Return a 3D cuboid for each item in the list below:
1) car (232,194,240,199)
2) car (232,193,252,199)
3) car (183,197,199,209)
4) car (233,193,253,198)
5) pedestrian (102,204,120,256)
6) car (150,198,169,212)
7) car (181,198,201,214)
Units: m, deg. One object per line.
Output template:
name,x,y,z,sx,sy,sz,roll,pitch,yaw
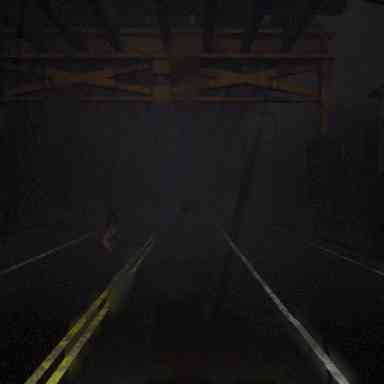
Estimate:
car,12.825,0.988,83.443,4.974,1.542,2.038,0,1,-20
car,13.130,0.940,87.603,4.974,1.542,2.038,0,1,25
car,-0.134,1.487,45.168,2.033,1.411,5.357,0,0,0
car,12.874,0.830,83.459,4.536,1.218,1.853,0,1,-20
pedestrian,-2.843,1.291,11.578,0.375,1.860,0.375,-1,1,0
car,-3.804,1.447,39.220,1.882,1.535,5.008,0,0,0
car,-0.080,1.462,34.885,1.882,1.535,5.008,0,0,0
